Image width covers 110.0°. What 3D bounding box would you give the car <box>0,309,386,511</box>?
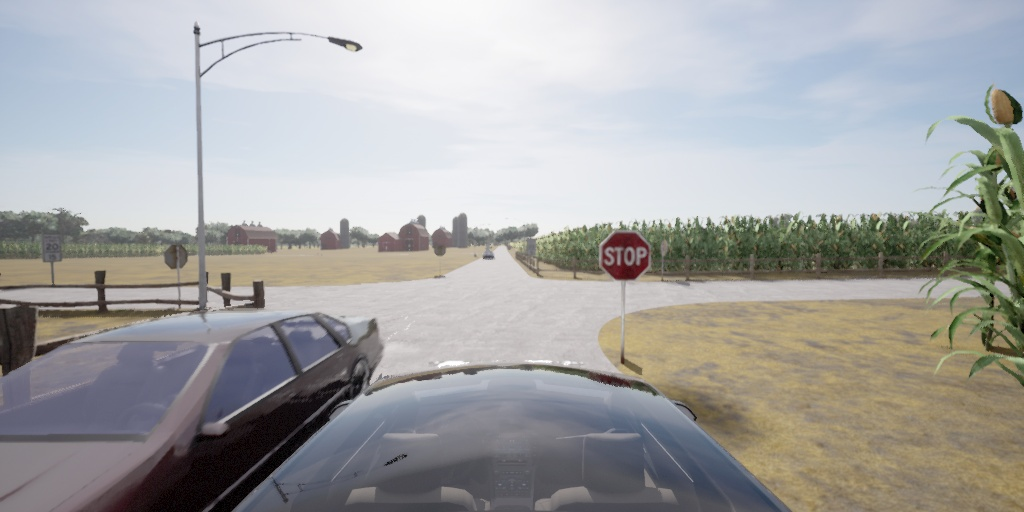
[{"bbox_3d":[-2.779,1.271,3.180,2.033,1.411,5.357,0,1,-1],"label":"car"}]
